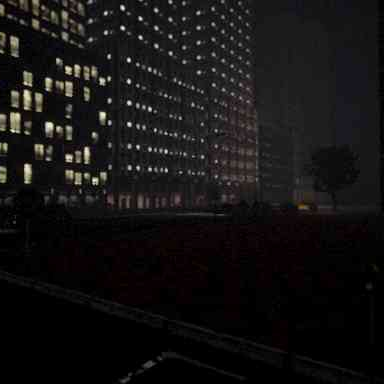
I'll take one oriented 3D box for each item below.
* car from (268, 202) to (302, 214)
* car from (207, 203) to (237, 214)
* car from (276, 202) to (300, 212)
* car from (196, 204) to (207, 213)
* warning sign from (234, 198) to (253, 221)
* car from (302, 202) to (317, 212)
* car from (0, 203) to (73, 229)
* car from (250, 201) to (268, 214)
[{"bbox_3d":[12.687,2.238,45.027,2.033,1.411,5.357,-1,-1,37],"label":"car"},{"bbox_3d":[4.352,2.199,44.855,1.812,1.442,4.674,-1,-1,36],"label":"car"},{"bbox_3d":[15.892,2.431,54.980,2.033,1.411,5.357,-1,-1,36],"label":"car"},{"bbox_3d":[2.648,2.331,48.019,1.895,1.301,4.718,-1,-1,37],"label":"car"},{"bbox_3d":[4.473,1.490,29.053,1.300,1.860,1.060,0,0,36],"label":"warning sign"},{"bbox_3d":[18.515,2.330,53.061,1.882,1.535,5.008,-1,-1,36],"label":"car"},{"bbox_3d":[-11.035,1.603,23.896,2.097,1.767,4.553,-1,-1,36],"label":"car"},{"bbox_3d":[9.940,2.071,46.776,2.097,1.767,4.553,-1,-1,37],"label":"car"}]
